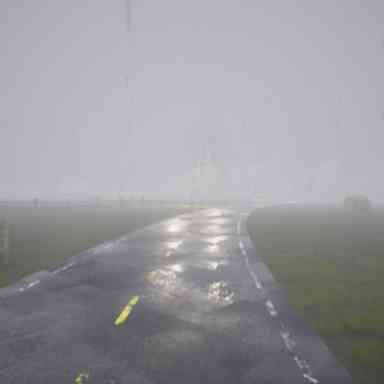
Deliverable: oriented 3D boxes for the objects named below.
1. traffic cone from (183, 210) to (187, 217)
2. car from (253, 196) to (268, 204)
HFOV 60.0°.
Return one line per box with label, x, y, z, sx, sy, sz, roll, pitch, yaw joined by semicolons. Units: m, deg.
traffic cone;-0.616;2.002;31.208;0.340;0.580;0.340;0;0;12
car;13.741;1.556;66.669;2.097;1.767;4.553;0;0;26
